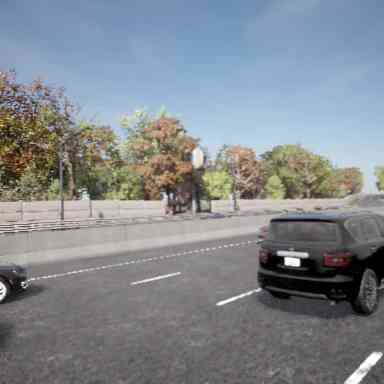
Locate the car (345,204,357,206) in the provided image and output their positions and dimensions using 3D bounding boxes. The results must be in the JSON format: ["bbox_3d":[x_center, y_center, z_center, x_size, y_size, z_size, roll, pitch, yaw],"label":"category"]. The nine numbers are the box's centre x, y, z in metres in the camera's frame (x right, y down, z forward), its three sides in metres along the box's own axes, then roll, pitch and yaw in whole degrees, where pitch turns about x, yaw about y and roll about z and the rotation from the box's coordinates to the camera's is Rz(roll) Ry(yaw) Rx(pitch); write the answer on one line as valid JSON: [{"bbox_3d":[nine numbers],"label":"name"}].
[{"bbox_3d":[36.109,3.405,75.643,1.882,1.535,5.008,-5,-4,45],"label":"car"}]

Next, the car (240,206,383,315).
[{"bbox_3d":[3.875,1.496,8.472,2.150,2.045,5.566,-5,-4,45],"label":"car"}]

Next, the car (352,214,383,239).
[{"bbox_3d":[12.550,2.195,22.098,1.895,1.301,4.718,-5,-4,45],"label":"car"}]

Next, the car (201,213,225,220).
[{"bbox_3d":[3.209,3.727,47.639,4.181,1.385,1.994,1,-4,-45],"label":"car"}]

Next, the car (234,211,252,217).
[{"bbox_3d":[7.808,3.264,42.362,1.812,1.442,4.674,-5,-4,45],"label":"car"}]

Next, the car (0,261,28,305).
[{"bbox_3d":[-6.573,2.147,7.859,1.837,1.490,4.892,-5,-4,45],"label":"car"}]

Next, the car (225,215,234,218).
[{"bbox_3d":[7.495,3.463,46.995,4.902,1.511,2.128,1,-4,-45],"label":"car"}]

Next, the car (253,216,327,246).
[{"bbox_3d":[6.195,2.314,20.678,2.033,1.411,5.357,-5,-4,45],"label":"car"}]
